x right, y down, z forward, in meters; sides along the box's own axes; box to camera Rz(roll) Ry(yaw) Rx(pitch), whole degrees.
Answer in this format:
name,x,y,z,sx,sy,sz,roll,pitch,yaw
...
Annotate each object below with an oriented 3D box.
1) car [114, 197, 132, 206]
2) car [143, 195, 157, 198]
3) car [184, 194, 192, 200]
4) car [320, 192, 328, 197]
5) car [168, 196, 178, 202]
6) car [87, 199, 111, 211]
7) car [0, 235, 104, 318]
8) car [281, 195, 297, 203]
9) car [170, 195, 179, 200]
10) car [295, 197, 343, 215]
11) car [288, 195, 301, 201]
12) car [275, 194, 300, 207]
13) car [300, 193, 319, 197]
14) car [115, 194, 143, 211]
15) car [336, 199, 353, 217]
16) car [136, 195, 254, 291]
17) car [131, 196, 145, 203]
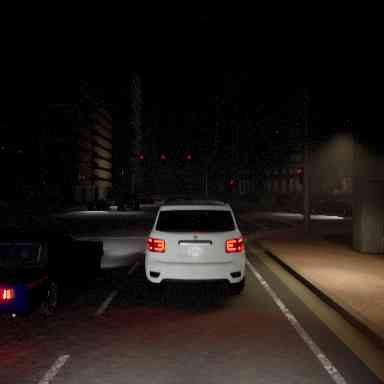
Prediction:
name,x,y,z,sx,sy,sz,roll,pitch,yaw
car,-11.417,1.600,55.233,1.895,1.301,4.718,0,0,0
car,-7.922,1.477,58.593,1.882,1.535,5.008,0,0,0
car,-0.962,1.303,85.852,1.882,1.535,5.008,0,0,0
car,30.174,1.153,79.723,1.932,1.855,4.605,0,0,0
car,-4.428,1.550,77.684,1.994,1.385,4.181,0,0,0
car,-11.359,1.563,40.802,1.994,1.385,4.181,0,0,0
car,-3.417,1.601,7.376,1.895,1.301,4.718,0,0,1
car,18.839,1.395,64.564,1.970,1.475,3.806,0,0,0
car,-4.462,1.378,85.837,1.994,1.385,4.181,0,0,0
car,13.215,1.504,32.911,4.892,1.490,1.837,0,0,1
car,24.596,1.395,79.670,1.970,1.475,3.806,0,0,0
car,13.251,1.153,47.147,1.932,1.855,4.605,0,0,0
car,16.145,1.156,47.095,1.905,1.878,3.866,0,0,0
car,-7.707,1.221,40.559,2.150,2.045,5.566,0,0,-2
car,15.459,1.564,29.382,4.181,1.385,1.994,0,0,1
car,0.096,1.221,9.126,2.150,2.045,5.566,0,0,1
car,-11.396,1.540,70.181,2.033,1.411,5.357,0,0,0
